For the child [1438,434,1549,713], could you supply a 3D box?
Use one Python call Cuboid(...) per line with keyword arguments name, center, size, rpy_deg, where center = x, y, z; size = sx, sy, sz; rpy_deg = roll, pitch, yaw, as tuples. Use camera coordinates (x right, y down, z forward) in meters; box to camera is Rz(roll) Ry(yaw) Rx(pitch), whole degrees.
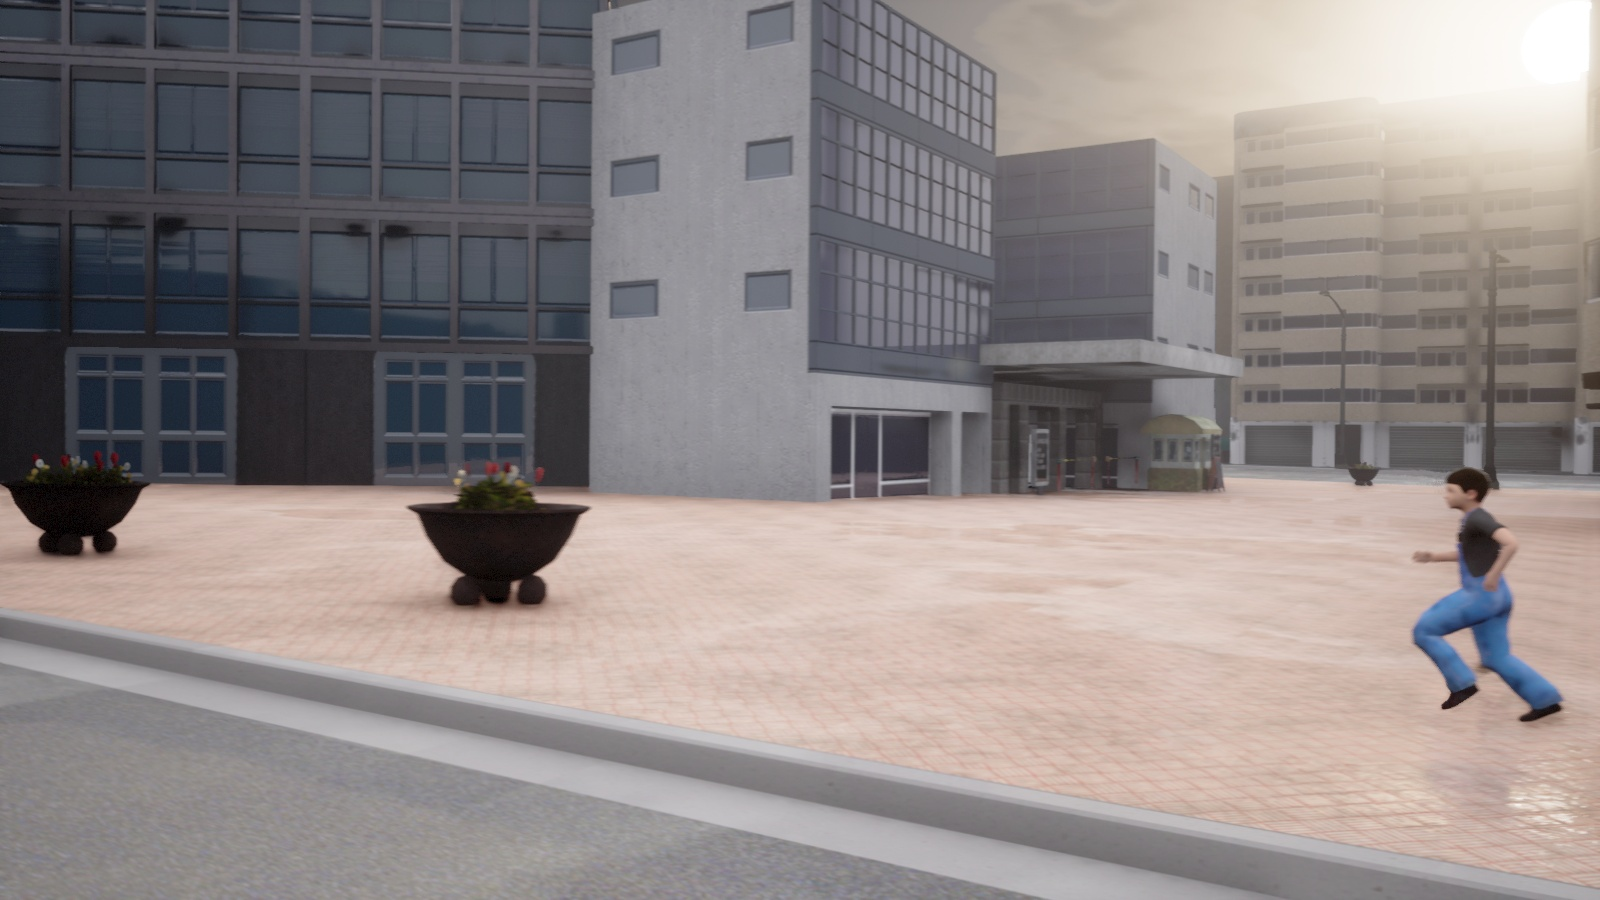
Cuboid(name="child", center=(3.273, 0.558, 5.925), size=(0.437, 1.263, 0.270), rpy_deg=(0, 1, 33))
